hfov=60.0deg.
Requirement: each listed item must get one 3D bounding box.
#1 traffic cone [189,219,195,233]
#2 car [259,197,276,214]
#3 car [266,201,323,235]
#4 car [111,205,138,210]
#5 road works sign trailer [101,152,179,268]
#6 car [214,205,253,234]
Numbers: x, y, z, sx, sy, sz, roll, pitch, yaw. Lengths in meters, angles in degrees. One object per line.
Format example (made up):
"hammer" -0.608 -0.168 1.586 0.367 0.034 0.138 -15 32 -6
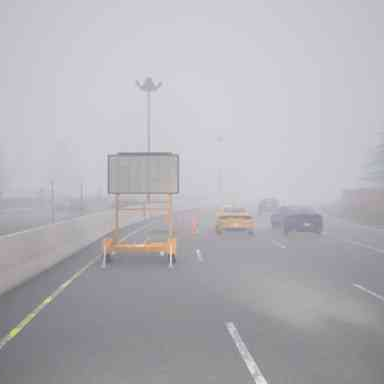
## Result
"traffic cone" 0.003 1.955 18.290 0.340 0.580 0.340 0 0 1
"car" 8.091 1.351 34.936 2.097 1.767 4.553 0 0 13
"car" 5.796 1.477 18.900 1.882 1.535 5.008 0 0 2
"car" -8.489 1.351 41.455 2.097 1.767 4.553 0 0 15
"road works sign trailer" -1.613 0.464 11.318 2.380 3.560 2.880 0 0 1
"car" 2.324 1.477 19.144 1.882 1.535 5.008 0 0 3
